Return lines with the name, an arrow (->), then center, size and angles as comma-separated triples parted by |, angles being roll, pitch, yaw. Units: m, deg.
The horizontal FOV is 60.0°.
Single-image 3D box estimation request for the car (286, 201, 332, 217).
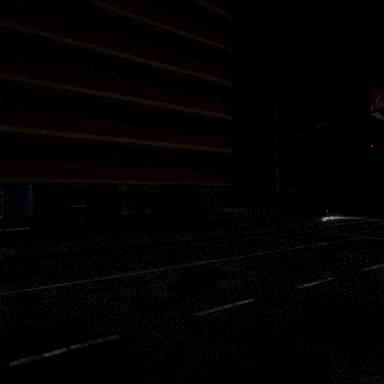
car -> 10.981, 1.563, 31.459 | 1.994, 1.385, 4.181 | 0, 0, -36
